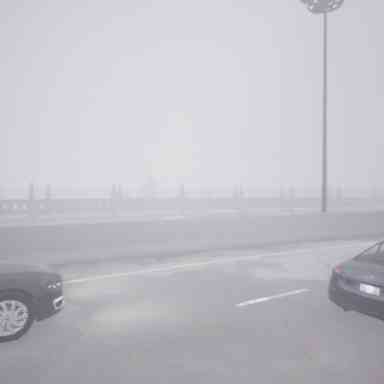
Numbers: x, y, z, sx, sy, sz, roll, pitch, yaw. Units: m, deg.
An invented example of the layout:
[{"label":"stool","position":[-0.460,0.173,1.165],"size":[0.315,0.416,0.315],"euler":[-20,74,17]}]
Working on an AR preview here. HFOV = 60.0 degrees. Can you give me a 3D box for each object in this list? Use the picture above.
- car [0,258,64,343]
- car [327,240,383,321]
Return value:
[{"label":"car","position":[-4.420,1.470,4.759],"size":[4.892,1.490,1.837],"euler":[0,0,-36]},{"label":"car","position":[4.605,1.551,6.424],"size":[4.181,1.385,1.994],"euler":[0,0,-31]}]
